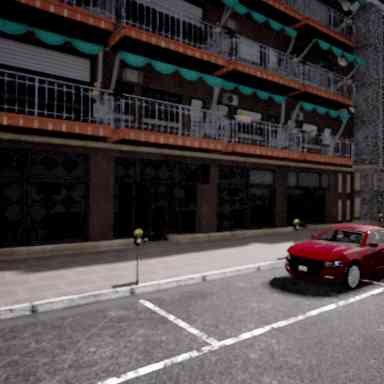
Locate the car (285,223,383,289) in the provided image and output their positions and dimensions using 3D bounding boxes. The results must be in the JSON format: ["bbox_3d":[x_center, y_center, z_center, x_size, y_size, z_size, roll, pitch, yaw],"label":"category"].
[{"bbox_3d":[4.503,1.605,9.315,4.507,1.381,1.887,0,0,-36],"label":"car"}]
